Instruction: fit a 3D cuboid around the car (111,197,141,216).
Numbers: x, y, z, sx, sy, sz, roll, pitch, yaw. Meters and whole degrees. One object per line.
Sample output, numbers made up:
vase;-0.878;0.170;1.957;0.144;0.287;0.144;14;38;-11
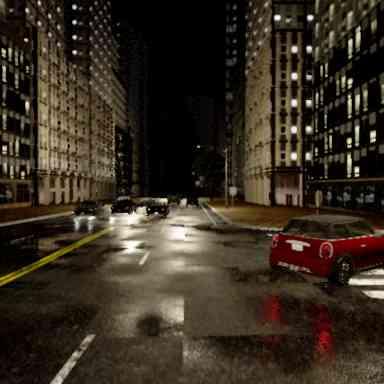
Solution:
car;-6.625;1.449;32.833;1.882;1.535;5.008;0;0;0

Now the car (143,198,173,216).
car;-3.185;1.575;31.868;1.895;1.301;4.718;0;0;0

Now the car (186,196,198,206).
car;0.044;1.437;52.949;1.882;1.535;5.008;0;0;0

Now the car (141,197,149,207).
car;-6.617;1.507;48.802;2.033;1.411;5.357;0;0;0

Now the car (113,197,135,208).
car;-9.871;1.450;48.473;2.128;1.511;4.902;0;0;0

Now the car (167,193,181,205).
car;-3.213;1.175;59.014;2.150;2.045;5.566;0;0;0

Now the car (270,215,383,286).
car;4.486;1.481;10.136;4.553;1.767;2.097;0;2;-37

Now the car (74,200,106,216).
car;-9.877;1.518;32.690;2.033;1.411;5.357;0;0;0
